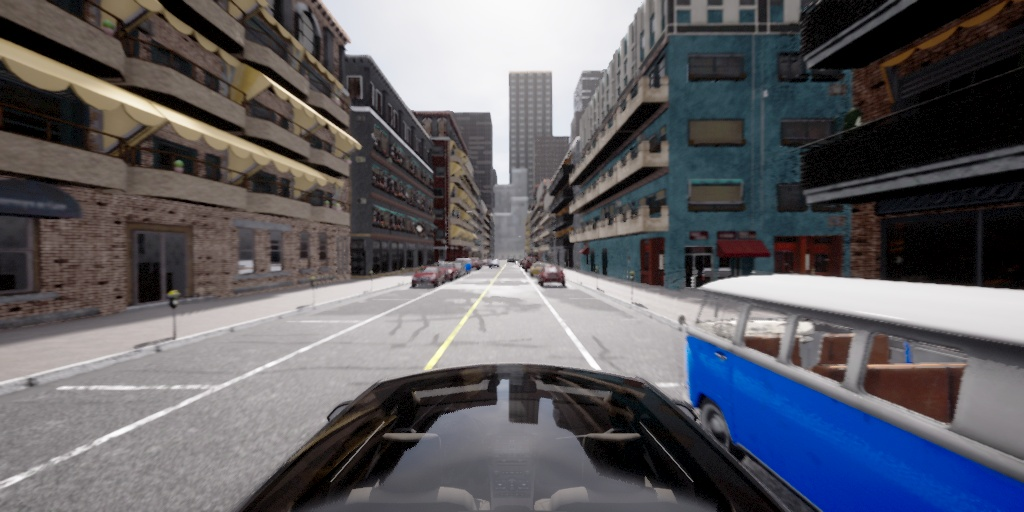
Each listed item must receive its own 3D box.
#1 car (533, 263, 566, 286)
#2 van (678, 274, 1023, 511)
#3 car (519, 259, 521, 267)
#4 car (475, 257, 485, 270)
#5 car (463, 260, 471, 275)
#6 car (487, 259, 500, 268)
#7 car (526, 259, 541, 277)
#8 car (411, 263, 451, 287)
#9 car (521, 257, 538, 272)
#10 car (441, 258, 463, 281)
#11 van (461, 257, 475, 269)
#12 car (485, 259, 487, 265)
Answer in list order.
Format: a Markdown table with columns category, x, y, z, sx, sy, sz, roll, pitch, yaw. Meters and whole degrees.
| category | x | y | z | sx | sy | sz | roll | pitch | yaw |
| --- | --- | --- | --- | --- | --- | --- | --- | --- | --- |
| car | 2.683 | 1.334 | 24.779 | 1.802 | 1.307 | 4.207 | 0 | 0 | 0 |
| van | 2.691 | 1.078 | 2.371 | 1.690 | 1.789 | 3.998 | 0 | 0 | 0 |
| car | 2.671 | 1.090 | 58.392 | 2.192 | 1.841 | 5.009 | 0 | 0 | 0 |
| car | -5.697 | 1.128 | 52.815 | 2.192 | 1.841 | 5.009 | 0 | 0 | 0 |
| car | -5.668 | 1.352 | 36.009 | 2.007 | 1.370 | 4.403 | 0 | 0 | 0 |
| car | -3.038 | 1.353 | 61.346 | 2.033 | 1.411 | 5.357 | 0 | 0 | 0 |
| car | 2.679 | 1.285 | 36.154 | 1.751 | 1.417 | 4.829 | 0 | 0 | 0 |
| car | -5.664 | 1.376 | 24.805 | 1.802 | 1.307 | 4.207 | 0 | 0 | 0 |
| car | 2.675 | 1.082 | 47.188 | 2.192 | 1.841 | 5.009 | 0 | 0 | 0 |
| car | -5.666 | 1.238 | 30.407 | 1.967 | 1.591 | 4.097 | 0 | 0 | 0 |
| van | -5.670 | 1.146 | 41.611 | 1.690 | 1.789 | 3.998 | 0 | 0 | 0 |
| car | -5.716 | 1.368 | 58.418 | 2.007 | 1.370 | 4.403 | 0 | 0 | 0 |
